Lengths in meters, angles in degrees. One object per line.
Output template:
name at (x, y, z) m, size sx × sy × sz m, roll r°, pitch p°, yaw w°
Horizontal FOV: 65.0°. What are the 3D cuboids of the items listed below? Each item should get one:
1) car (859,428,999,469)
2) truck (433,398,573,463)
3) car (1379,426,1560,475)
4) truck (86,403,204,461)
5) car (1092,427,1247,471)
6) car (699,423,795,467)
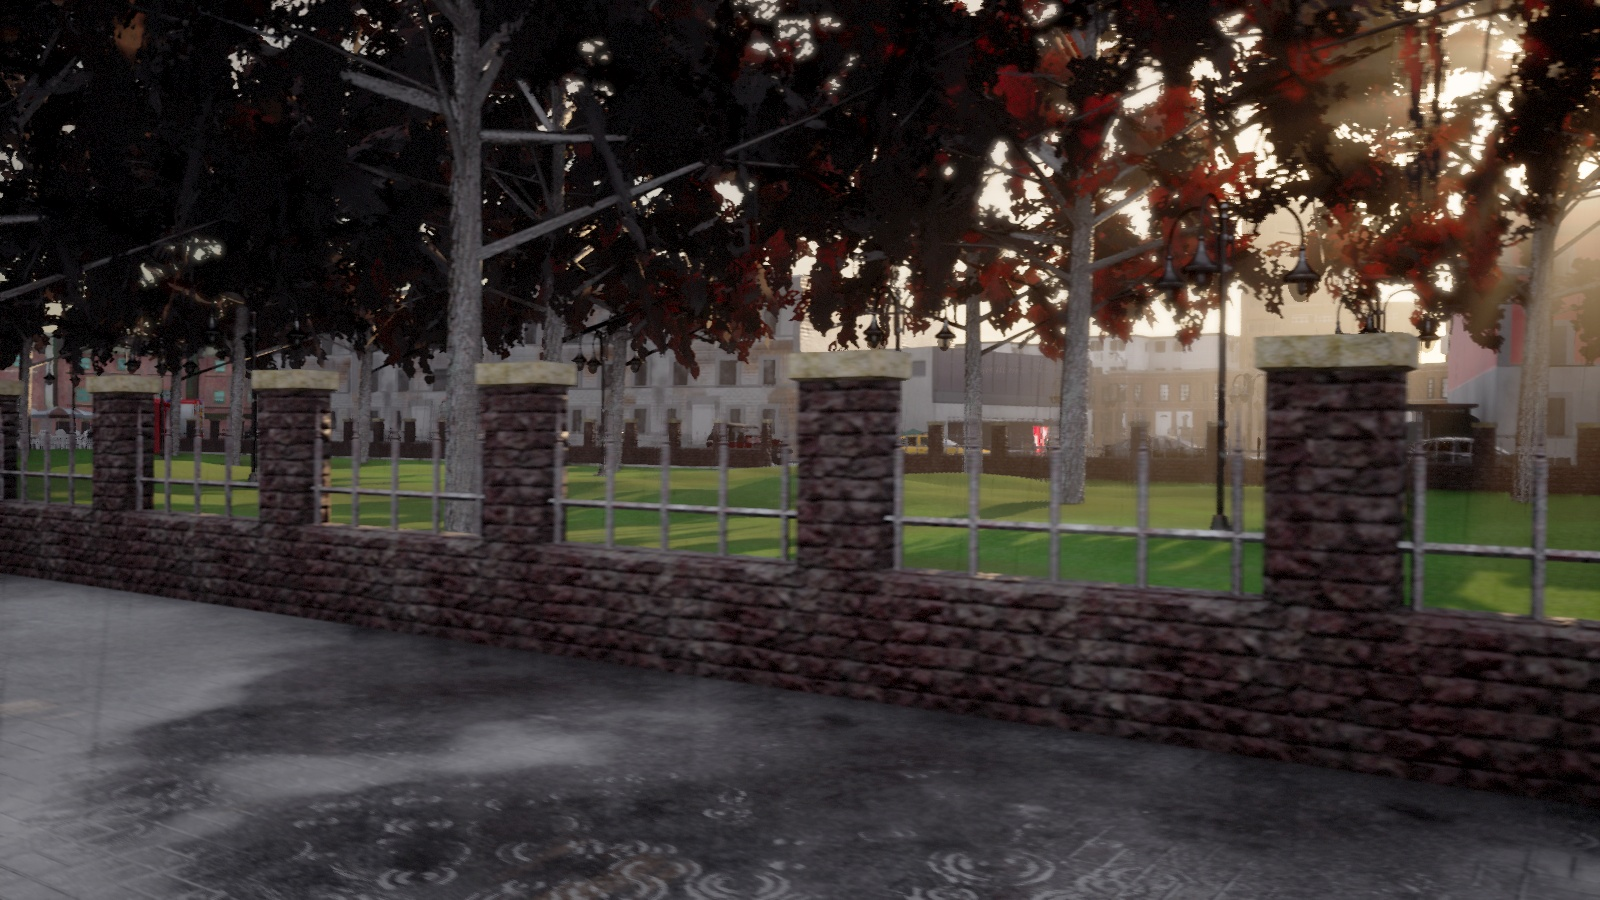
car at (5.144, -0.067, 50.521) m, size 5.366 × 1.575 × 1.801 m, roll 0°, pitch 1°, yaw 34°
truck at (-16.599, -1.058, 69.894) m, size 7.936 × 3.462 × 2.891 m, roll 0°, pitch 1°, yaw 34°
car at (21.168, 0.003, 39.758) m, size 4.892 × 1.490 × 1.837 m, roll 0°, pitch 1°, yaw 34°
truck at (-44.906, -1.213, 86.083) m, size 8.468 × 3.827 × 2.891 m, roll 0°, pitch 1°, yaw 29°
car at (13.244, -0.048, 45.081) m, size 4.902 × 1.511 × 2.128 m, roll 0°, pitch 1°, yaw 34°
car at (-2.352, -0.212, 55.549) m, size 3.866 × 1.878 × 1.905 m, roll 0°, pitch 1°, yaw 34°
